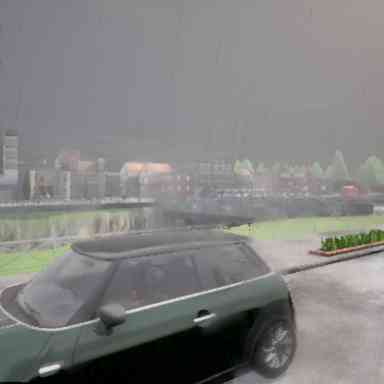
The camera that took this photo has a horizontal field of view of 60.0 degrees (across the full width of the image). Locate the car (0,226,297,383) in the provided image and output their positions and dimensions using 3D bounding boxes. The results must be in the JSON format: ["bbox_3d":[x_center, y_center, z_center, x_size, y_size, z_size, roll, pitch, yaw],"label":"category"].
[{"bbox_3d":[-0.884,1.341,3.856,4.553,1.767,2.097,-1,0,-36],"label":"car"}]
